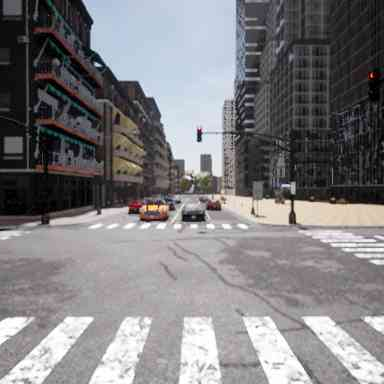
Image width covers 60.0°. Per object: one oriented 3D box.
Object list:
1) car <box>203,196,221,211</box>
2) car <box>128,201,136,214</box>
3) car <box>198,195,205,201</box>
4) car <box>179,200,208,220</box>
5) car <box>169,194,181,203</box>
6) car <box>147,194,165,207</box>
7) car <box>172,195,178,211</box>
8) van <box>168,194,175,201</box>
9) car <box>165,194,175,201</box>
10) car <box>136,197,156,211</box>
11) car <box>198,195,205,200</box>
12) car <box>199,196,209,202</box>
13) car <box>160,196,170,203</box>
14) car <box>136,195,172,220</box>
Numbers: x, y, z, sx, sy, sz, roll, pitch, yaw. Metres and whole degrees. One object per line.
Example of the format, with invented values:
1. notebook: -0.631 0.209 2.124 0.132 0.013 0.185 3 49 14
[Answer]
1. car: 2.675 1.566 41.370 1.887 1.381 4.507 -1 0 0
2. car: -5.675 1.563 35.670 1.887 1.381 4.507 -1 0 0
3. car: 2.711 1.592 92.382 1.752 1.417 4.829 -1 0 0
4. car: 0.123 1.614 28.007 1.895 1.301 4.718 0 0 0
5. car: -2.967 1.587 62.948 2.033 1.411 5.357 0 0 0
6. car: -5.667 1.345 52.617 2.192 1.841 5.009 -1 0 0
7. car: -3.065 1.525 41.257 1.837 1.490 4.892 0 0 0
8. van: -5.639 1.408 92.158 1.690 1.788 3.998 -1 0 0
9. car: -5.643 1.376 86.511 2.192 1.841 5.009 -1 0 0
10. car: -5.673 1.462 41.319 1.967 1.590 4.097 -1 0 0
11. car: 2.692 1.591 63.966 2.008 1.369 4.403 -1 0 0
12. car: 2.700 1.595 75.264 1.887 1.381 4.507 -1 0 0
13. car: -5.651 1.627 69.564 1.802 1.307 4.206 -1 0 0
14. car: -3.079 1.366 27.924 2.097 1.767 4.553 0 0 0
